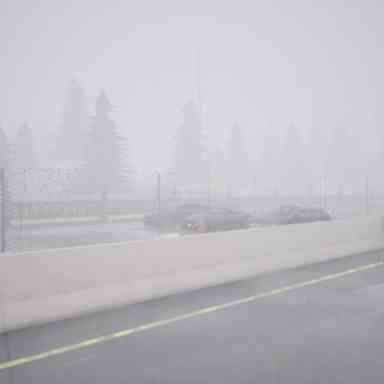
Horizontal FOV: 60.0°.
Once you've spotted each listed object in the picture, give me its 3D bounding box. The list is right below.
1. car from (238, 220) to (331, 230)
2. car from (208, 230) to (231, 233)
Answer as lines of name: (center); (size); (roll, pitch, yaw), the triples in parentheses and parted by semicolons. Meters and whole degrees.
car: (4.670, 1.379, 15.906); (4.902, 1.511, 2.128); (-1, 0, -35)
car: (1.498, 1.462, 17.944); (4.181, 1.385, 1.994); (-1, 0, -35)
